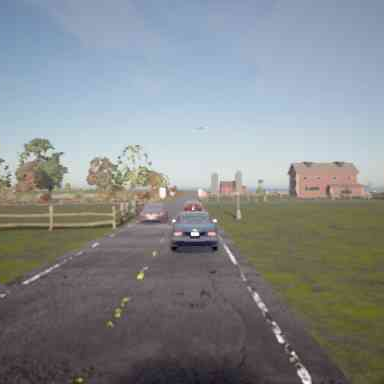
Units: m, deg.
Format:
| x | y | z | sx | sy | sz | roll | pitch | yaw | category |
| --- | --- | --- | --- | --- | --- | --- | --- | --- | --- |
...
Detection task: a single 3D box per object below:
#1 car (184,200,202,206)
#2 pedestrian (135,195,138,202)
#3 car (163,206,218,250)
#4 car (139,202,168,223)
| x | y | z | sx | sy | sz | roll | pitch | yaw | category |
| --- | --- | --- | --- | --- | --- | --- | --- | --- | --- |
| 0.106 | 1.540 | 35.256 | 1.812 | 1.442 | 4.674 | 0 | 0 | 0 | car |
| -12.147 | 1.451 | 72.951 | 0.375 | 1.860 | 0.375 | 0 | 1 | 0 | pedestrian |
| 0.102 | 1.553 | 14.384 | 2.033 | 1.411 | 5.357 | 0 | 0 | 0 | car |
| -2.844 | 1.536 | 25.552 | 1.812 | 1.442 | 4.674 | 0 | 0 | 0 | car |
